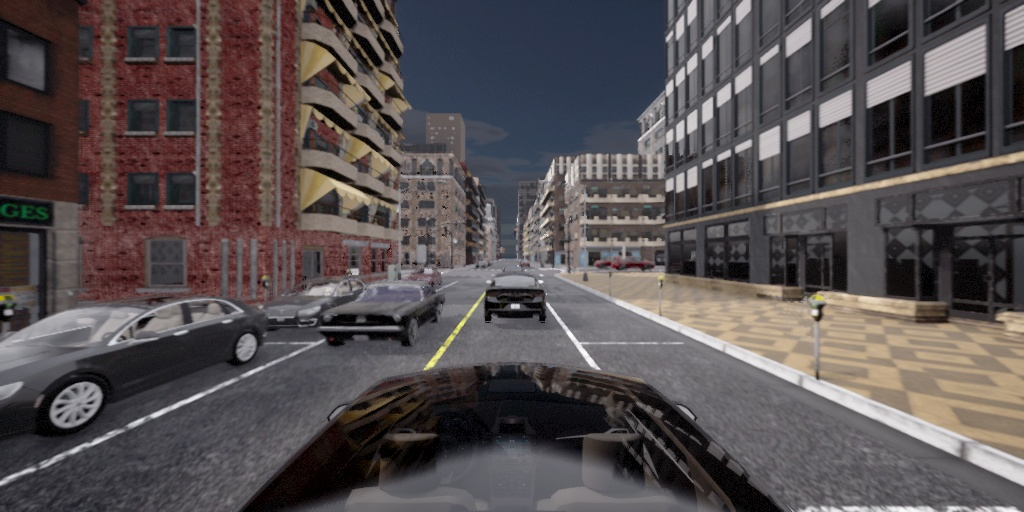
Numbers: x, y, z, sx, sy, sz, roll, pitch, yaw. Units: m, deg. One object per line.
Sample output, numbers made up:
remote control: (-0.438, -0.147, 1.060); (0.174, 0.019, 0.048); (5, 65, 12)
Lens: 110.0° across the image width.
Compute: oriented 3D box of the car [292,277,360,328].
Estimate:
car: (-5.692, 1.335, 11.007); (2.007, 1.370, 4.403); (0, 0, 0)

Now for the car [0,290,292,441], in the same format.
car: (-5.692, 1.314, 5.359); (2.007, 1.370, 4.403); (0, 0, 0)

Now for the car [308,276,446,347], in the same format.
car: (-3.104, 1.380, 9.571); (1.895, 1.301, 4.718); (0, 0, 0)

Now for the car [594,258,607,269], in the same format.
car: (14.567, 0.954, 52.287); (5.009, 1.841, 2.192); (0, 0, 0)

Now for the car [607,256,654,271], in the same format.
car: (14.703, 0.937, 43.908); (5.009, 1.841, 2.192); (0, 0, 0)

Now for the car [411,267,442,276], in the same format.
car: (-5.744, 1.415, 23.924); (1.802, 1.307, 4.207); (0, 0, 0)

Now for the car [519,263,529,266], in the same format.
car: (0.094, 1.453, 28.948); (1.895, 1.301, 4.718); (0, 0, 0)

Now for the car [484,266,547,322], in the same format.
car: (0.095, 1.268, 12.497); (1.882, 1.535, 5.008); (0, 0, 0)

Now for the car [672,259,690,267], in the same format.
car: (25.659, 1.014, 52.386); (4.207, 1.307, 1.802); (0, 0, 0)
